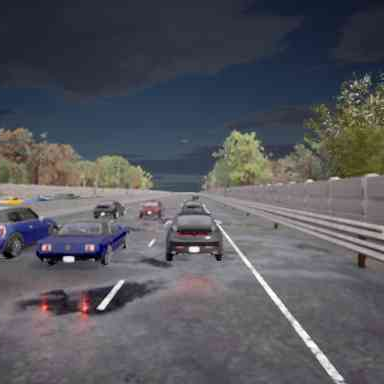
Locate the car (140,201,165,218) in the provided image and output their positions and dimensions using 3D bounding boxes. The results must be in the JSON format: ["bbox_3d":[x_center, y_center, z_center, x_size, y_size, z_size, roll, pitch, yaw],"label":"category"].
[{"bbox_3d":[-3.428,1.474,29.172,1.812,1.442,4.674,0,0,0],"label":"car"}]

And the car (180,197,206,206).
[{"bbox_3d":[0.077,1.455,28.248,1.837,1.490,4.892,0,0,0],"label":"car"}]

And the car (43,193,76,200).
[{"bbox_3d":[-17.593,1.143,45.269,2.150,2.045,5.566,0,0,0],"label":"car"}]

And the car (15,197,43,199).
[{"bbox_3d":[-21.093,1.398,44.567,1.882,1.535,5.008,0,0,0],"label":"car"}]

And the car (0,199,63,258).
[{"bbox_3d":[-6.921,1.330,12.769,2.097,1.767,4.553,0,0,0],"label":"car"}]

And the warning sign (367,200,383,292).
[{"bbox_3d":[4.538,1.103,6.851,1.300,1.860,1.060,-1,0,0],"label":"warning sign"}]

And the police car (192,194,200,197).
[{"bbox_3d":[1.022,1.276,86.954,1.930,1.638,5.238,0,0,0],"label":"police car"}]

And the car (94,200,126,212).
[{"bbox_3d":[-6.923,1.454,28.271,1.837,1.490,4.892,0,0,0],"label":"car"}]

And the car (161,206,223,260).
[{"bbox_3d":[0.079,1.482,12.394,1.837,1.490,4.892,0,0,0],"label":"car"}]

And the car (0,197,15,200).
[{"bbox_3d":[-24.588,1.398,44.578,1.882,1.535,5.008,0,0,0],"label":"car"}]

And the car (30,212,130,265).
[{"bbox_3d":[-3.423,1.580,11.505,1.895,1.301,4.718,0,0,0],"label":"car"}]
